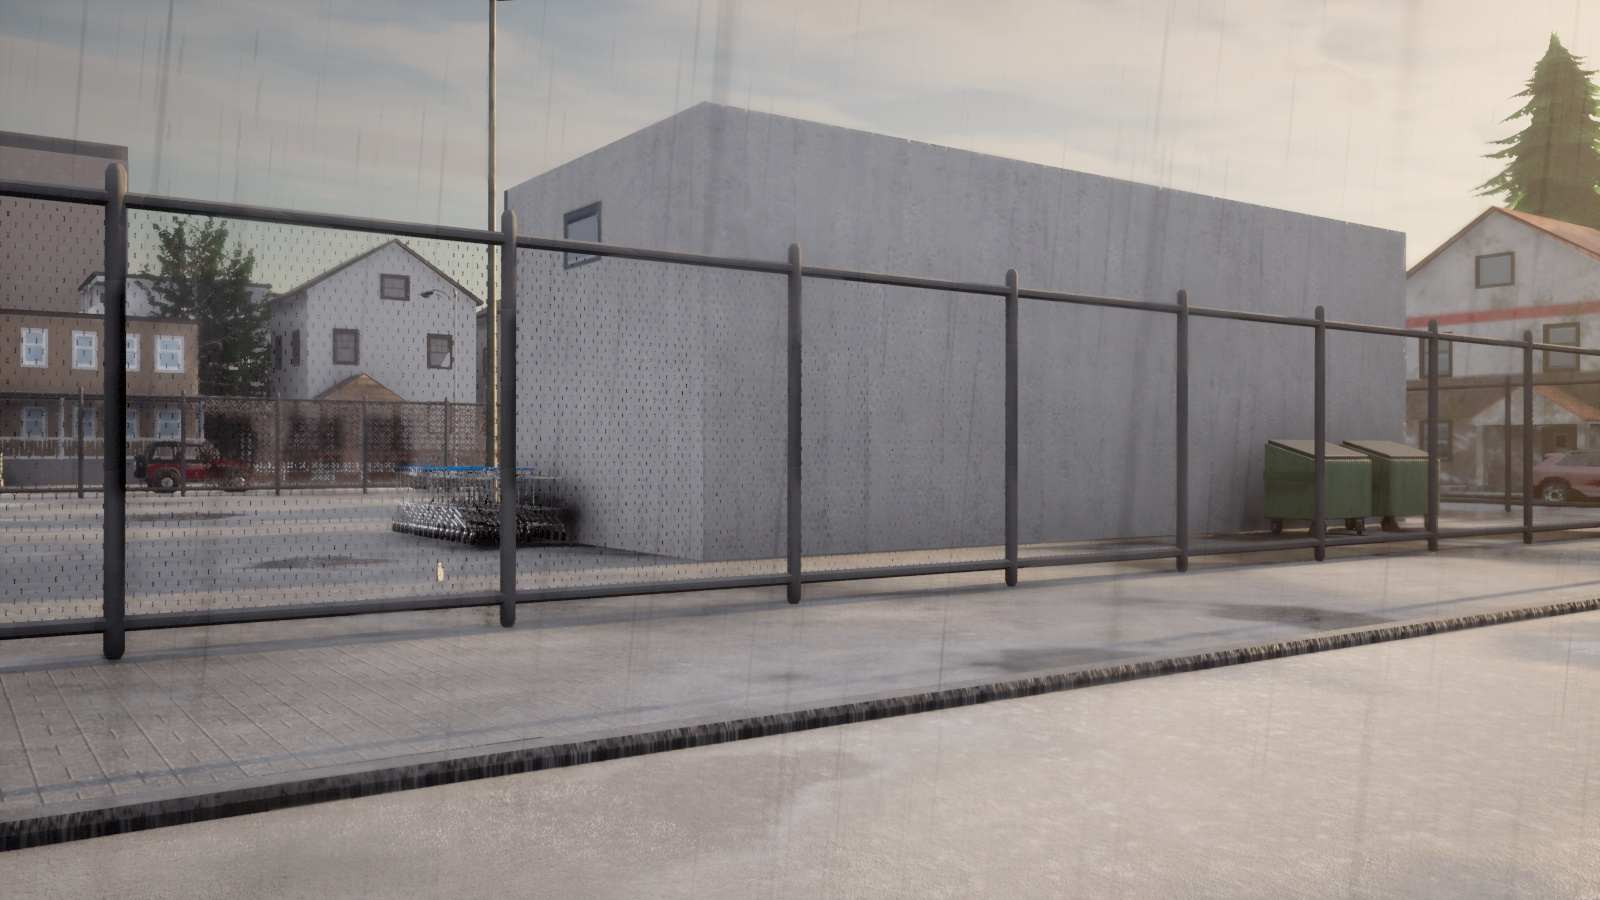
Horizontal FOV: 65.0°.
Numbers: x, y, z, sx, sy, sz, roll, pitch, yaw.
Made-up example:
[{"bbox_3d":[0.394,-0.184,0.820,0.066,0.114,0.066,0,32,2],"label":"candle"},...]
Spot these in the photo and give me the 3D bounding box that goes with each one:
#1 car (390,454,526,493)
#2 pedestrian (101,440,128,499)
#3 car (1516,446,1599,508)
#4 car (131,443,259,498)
[{"bbox_3d":[-13.605,0.901,50.073,4.892,1.490,1.837,0,0,-33],"label":"car"},{"bbox_3d":[-21.442,0.596,39.294,0.706,1.836,0.354,0,0,-24],"label":"pedestrian"},{"bbox_3d":[22.240,0.710,33.670,2.033,1.649,4.856,0,0,-35],"label":"car"},{"bbox_3d":[-21.459,0.695,44.568,3.866,1.878,1.905,0,0,-34],"label":"car"}]
